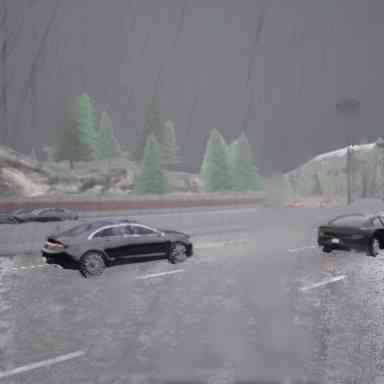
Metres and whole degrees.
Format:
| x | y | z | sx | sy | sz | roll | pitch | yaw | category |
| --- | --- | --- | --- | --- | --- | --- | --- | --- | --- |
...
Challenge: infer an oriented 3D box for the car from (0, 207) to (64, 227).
| x | y | z | sx | sy | sz | roll | pitch | yaw | category |
| --- | --- | --- | --- | --- | --- | --- | --- | --- | --- |
| -13.987 | 2.047 | 28.491 | 5.357 | 1.411 | 2.033 | 0 | -1 | -38 | car |

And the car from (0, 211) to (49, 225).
| x | y | z | sx | sy | sz | roll | pitch | yaw | category |
| --- | --- | --- | --- | --- | --- | --- | --- | --- | --- |
| -10.618 | 1.933 | 17.966 | 4.718 | 1.301 | 1.895 | 0 | -1 | -36 | car |

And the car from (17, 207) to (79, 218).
| x | y | z | sx | sy | sz | roll | pitch | yaw | category |
| --- | --- | --- | --- | --- | --- | --- | --- | --- | --- |
| -11.395 | 1.938 | 26.127 | 4.902 | 1.511 | 2.128 | 0 | -1 | -38 | car |

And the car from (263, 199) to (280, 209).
| x | y | z | sx | sy | sz | roll | pitch | yaw | category |
| --- | --- | --- | --- | --- | --- | --- | --- | --- | --- |
| 13.992 | 1.991 | 57.478 | 2.097 | 1.767 | 4.553 | -1 | -1 | 36 | car |

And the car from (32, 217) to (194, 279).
| x | y | z | sx | sy | sz | roll | pitch | yaw | category |
| --- | --- | --- | --- | --- | --- | --- | --- | --- | --- |
| -2.177 | 1.656 | 10.713 | 4.902 | 1.511 | 2.128 | 0 | -1 | -38 | car |

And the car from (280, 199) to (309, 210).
| x | y | z | sx | sy | sz | roll | pitch | yaw | category |
| --- | --- | --- | --- | --- | --- | --- | --- | --- | --- |
| 14.766 | 1.845 | 46.918 | 2.097 | 1.767 | 4.553 | -1 | -1 | 39 | car |

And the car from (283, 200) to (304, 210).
| x | y | z | sx | sy | sz | roll | pitch | yaw | category |
| --- | --- | --- | --- | --- | --- | --- | --- | --- | --- |
| 16.989 | 2.067 | 55.672 | 1.882 | 1.535 | 5.008 | -1 | -1 | 36 | car |

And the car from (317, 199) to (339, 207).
| x | y | z | sx | sy | sz | roll | pitch | yaw | category |
| --- | --- | --- | --- | --- | --- | --- | --- | --- | --- |
| 19.238 | 1.807 | 46.950 | 2.097 | 1.767 | 4.553 | -1 | -1 | 38 | car |

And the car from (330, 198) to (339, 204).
| x | y | z | sx | sy | sz | roll | pitch | yaw | category |
| --- | --- | --- | --- | --- | --- | --- | --- | --- | --- |
| 35.404 | 2.267 | 82.526 | 1.895 | 1.301 | 4.718 | -1 | -1 | 21 | car |

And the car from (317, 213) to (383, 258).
| x | y | z | sx | sy | sz | roll | pitch | yaw | category |
| --- | --- | --- | --- | --- | --- | --- | --- | --- | --- |
| 7.018 | 1.600 | 13.534 | 5.008 | 1.535 | 1.882 | 0 | 0 | -41 | car |
